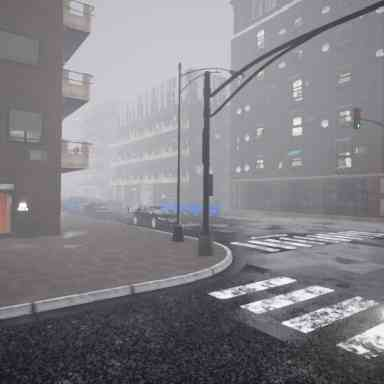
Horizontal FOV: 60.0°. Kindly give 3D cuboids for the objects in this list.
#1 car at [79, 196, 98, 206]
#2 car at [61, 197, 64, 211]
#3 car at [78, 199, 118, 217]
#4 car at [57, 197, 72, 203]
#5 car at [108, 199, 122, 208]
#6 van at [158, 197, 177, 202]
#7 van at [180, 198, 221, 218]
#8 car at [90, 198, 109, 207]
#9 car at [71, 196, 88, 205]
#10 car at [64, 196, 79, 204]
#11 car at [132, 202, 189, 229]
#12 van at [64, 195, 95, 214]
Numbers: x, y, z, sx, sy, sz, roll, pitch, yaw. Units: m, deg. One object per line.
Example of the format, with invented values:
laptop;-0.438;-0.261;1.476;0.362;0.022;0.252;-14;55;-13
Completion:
car;-18.155;1.597;58.318;1.967;1.590;4.097;1;-1;-35
car;-15.110;1.581;40.029;2.008;1.369;4.403;1;-1;-35
car;-8.756;1.592;30.820;1.802;1.307;4.206;1;-1;-35
car;-27.689;1.727;72.131;1.887;1.381;4.507;1;-1;-35
car;-11.802;1.683;49.109;1.887;1.381;4.507;1;-1;-35
van;-2.268;1.450;35.297;1.690;1.788;3.998;1;-1;-35
van;0.909;1.439;30.692;1.690;1.788;3.998;1;-1;-35
car;-14.979;1.730;53.712;1.802;1.307;4.206;1;-1;-35
car;-21.333;1.606;62.922;1.967;1.590;4.097;1;-1;-35
car;-24.510;1.614;67.527;1.967;1.590;4.097;1;-1;-35
car;-2.400;1.540;21.611;2.008;1.369;4.403;1;-1;-35
van;-11.931;1.361;35.426;1.690;1.788;3.998;1;-1;-35
